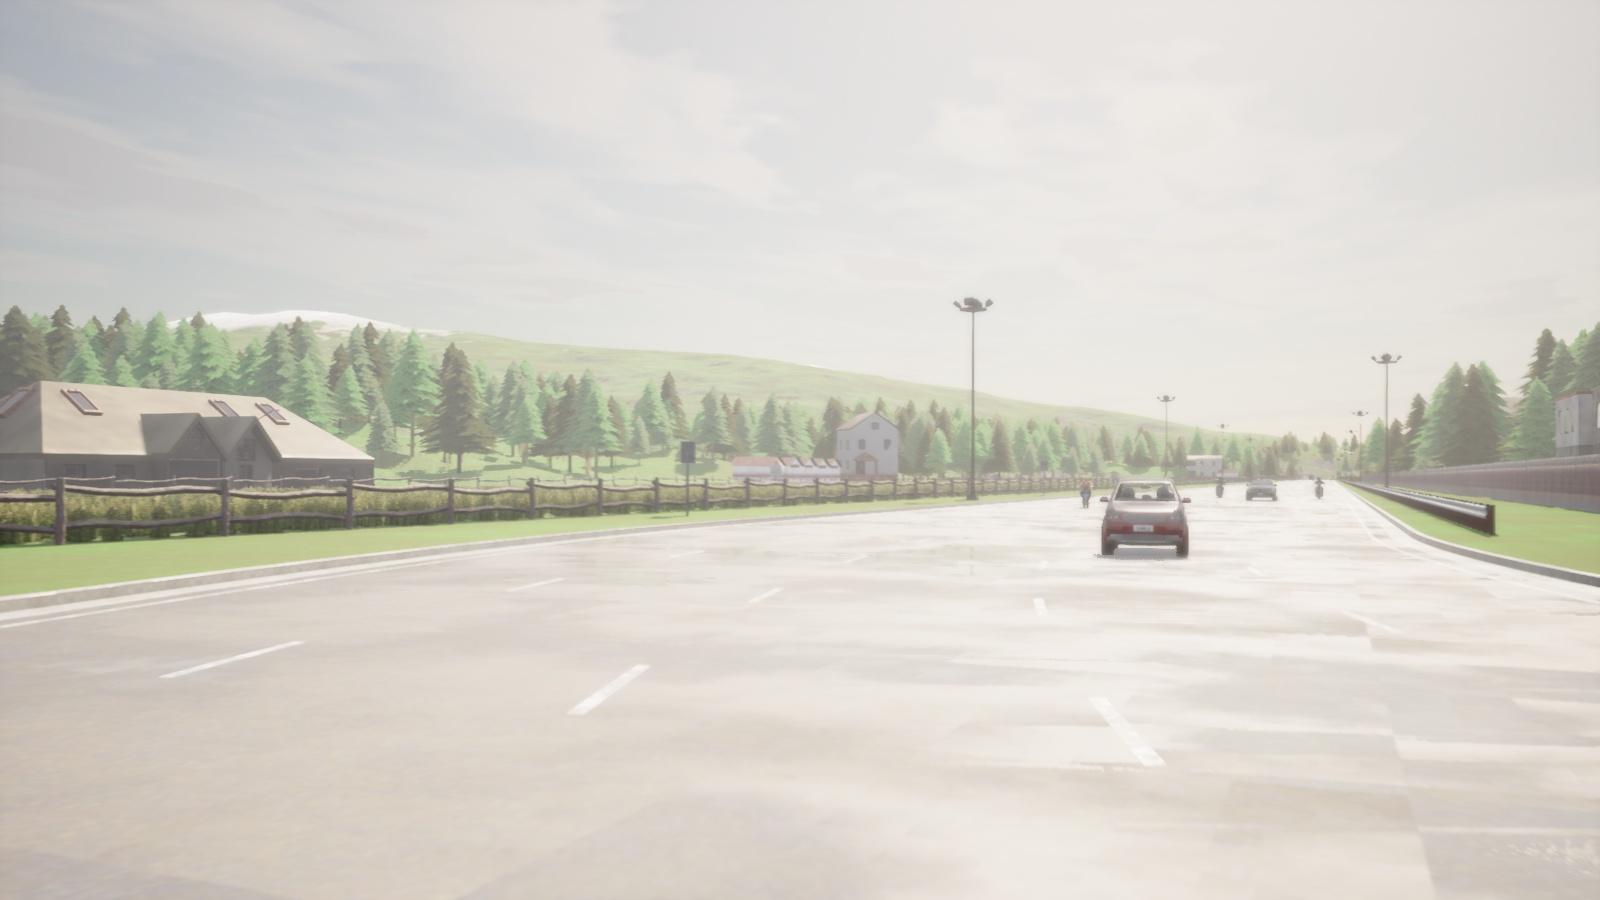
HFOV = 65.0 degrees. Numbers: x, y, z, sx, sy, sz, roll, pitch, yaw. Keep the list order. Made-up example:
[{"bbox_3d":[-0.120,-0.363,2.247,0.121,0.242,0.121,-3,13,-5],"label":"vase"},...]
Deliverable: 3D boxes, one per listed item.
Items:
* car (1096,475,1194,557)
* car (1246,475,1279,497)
[{"bbox_3d":[7.132,1.294,25.886,1.789,1.549,3.705,-1,-1,16],"label":"car"},{"bbox_3d":[31.199,2.440,84.649,1.812,1.442,4.674,-1,-2,23],"label":"car"}]
